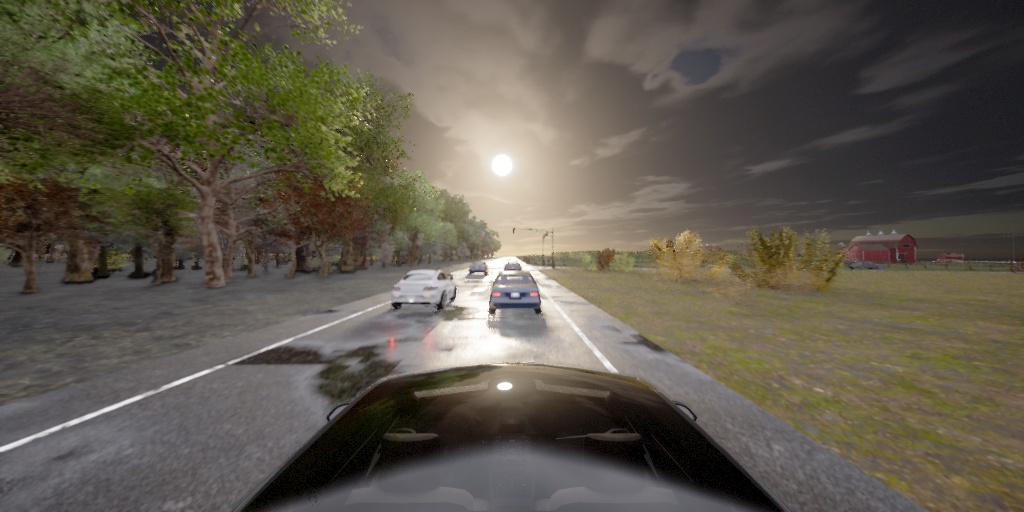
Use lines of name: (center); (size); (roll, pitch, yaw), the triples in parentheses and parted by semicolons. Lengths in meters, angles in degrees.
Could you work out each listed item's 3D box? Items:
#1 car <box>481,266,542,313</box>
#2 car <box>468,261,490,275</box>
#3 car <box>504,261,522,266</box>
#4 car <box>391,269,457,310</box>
car: (0.103, 1.275, 13.832); (2.033, 1.411, 5.357); (0, 0, 0)
car: (-3.393, 1.226, 37.189); (2.033, 1.411, 5.357); (0, 0, 0)
car: (0.104, 1.237, 39.746); (1.994, 1.385, 4.181); (0, 0, 0)
car: (-3.399, 1.253, 14.405); (1.812, 1.442, 4.674); (0, 0, 0)
